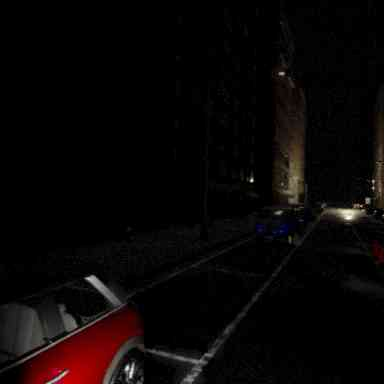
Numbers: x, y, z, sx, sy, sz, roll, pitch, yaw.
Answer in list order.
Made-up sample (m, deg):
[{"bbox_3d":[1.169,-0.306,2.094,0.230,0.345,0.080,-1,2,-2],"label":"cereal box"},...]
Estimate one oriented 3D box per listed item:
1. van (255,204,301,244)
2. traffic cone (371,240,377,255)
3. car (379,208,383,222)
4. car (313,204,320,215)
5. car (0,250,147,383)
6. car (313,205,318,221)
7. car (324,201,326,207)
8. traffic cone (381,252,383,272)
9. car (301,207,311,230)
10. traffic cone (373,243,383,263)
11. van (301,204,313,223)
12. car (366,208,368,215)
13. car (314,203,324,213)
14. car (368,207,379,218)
[{"bbox_3d":[4.471,1.644,17.481,1.690,1.788,3.998,2,-1,23],"label":"van"},{"bbox_3d":[7.768,2.342,14.065,0.340,0.580,0.340,2,-1,23],"label":"traffic cone"},{"bbox_3d":[20.962,2.456,34.342,1.967,1.590,4.097,2,-1,23],"label":"car"},{"bbox_3d":[13.126,2.359,37.701,1.802,1.307,4.206,2,-1,23],"label":"car"},{"bbox_3d":[-2.029,1.392,2.312,1.967,1.590,4.097,2,-1,23],"label":"car"},{"bbox_3d":[10.960,2.224,32.645,1.947,1.339,4.313,2,-1,23],"label":"car"},{"bbox_3d":[21.792,2.695,57.926,1.967,1.590,4.097,2,-1,23],"label":"car"},{"bbox_3d":[6.194,2.257,10.389,0.340,0.580,0.340,2,-1,23],"label":"traffic cone"},{"bbox_3d":[6.629,1.972,22.534,2.008,1.369,4.403,2,-1,23],"label":"car"},{"bbox_3d":[6.981,2.300,12.227,0.340,0.580,0.340,2,-1,23],"label":"traffic cone"},{"bbox_3d":[8.802,1.880,27.592,1.690,1.788,3.998,2,-1,23],"label":"van"},{"bbox_3d":[29.619,3.060,54.564,1.947,1.339,4.313,2,-1,23],"label":"car"},{"bbox_3d":[17.457,2.581,47.813,1.947,1.339,4.313,2,-1,23],"label":"car"},{"bbox_3d":[25.289,2.805,44.453,2.008,1.369,4.403,2,-1,23],"label":"car"}]
